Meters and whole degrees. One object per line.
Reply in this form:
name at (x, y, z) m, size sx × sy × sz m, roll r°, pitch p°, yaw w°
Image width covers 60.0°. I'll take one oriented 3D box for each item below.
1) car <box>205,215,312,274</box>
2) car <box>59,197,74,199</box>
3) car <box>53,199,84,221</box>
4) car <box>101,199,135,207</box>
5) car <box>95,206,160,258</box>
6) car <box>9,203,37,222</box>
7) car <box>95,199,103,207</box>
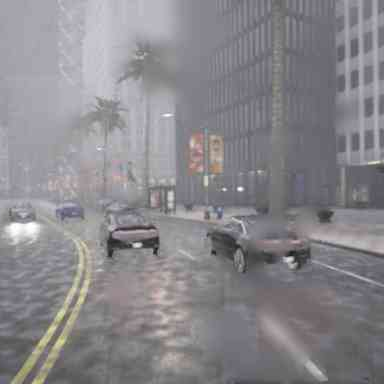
car at (1.828, 1.486, 10.663) m, size 2.128 × 1.511 × 4.902 m, roll -1°, pitch 0°, yaw -14°
car at (-25.860, 1.753, 69.824) m, size 2.185 × 1.767 × 4.553 m, roll -1°, pitch 0°, yaw -29°
car at (-11.005, 1.647, 29.818) m, size 1.882 × 1.535 × 5.008 m, roll -1°, pitch 0°, yaw -29°
car at (-5.857, 1.612, 27.687) m, size 1.837 × 1.490 × 4.892 m, roll -1°, pitch 0°, yaw -28°
car at (-2.603, 1.540, 13.162) m, size 2.128 × 1.511 × 4.902 m, roll 0°, pitch 0°, yaw -20°
car at (-14.638, 1.702, 28.788) m, size 2.128 × 1.511 × 4.902 m, roll -1°, pitch 0°, yaw -29°
car at (-11.557, 1.678, 44.165) m, size 2.231 × 1.521 × 4.892 m, roll -1°, pitch 0°, yaw -29°
